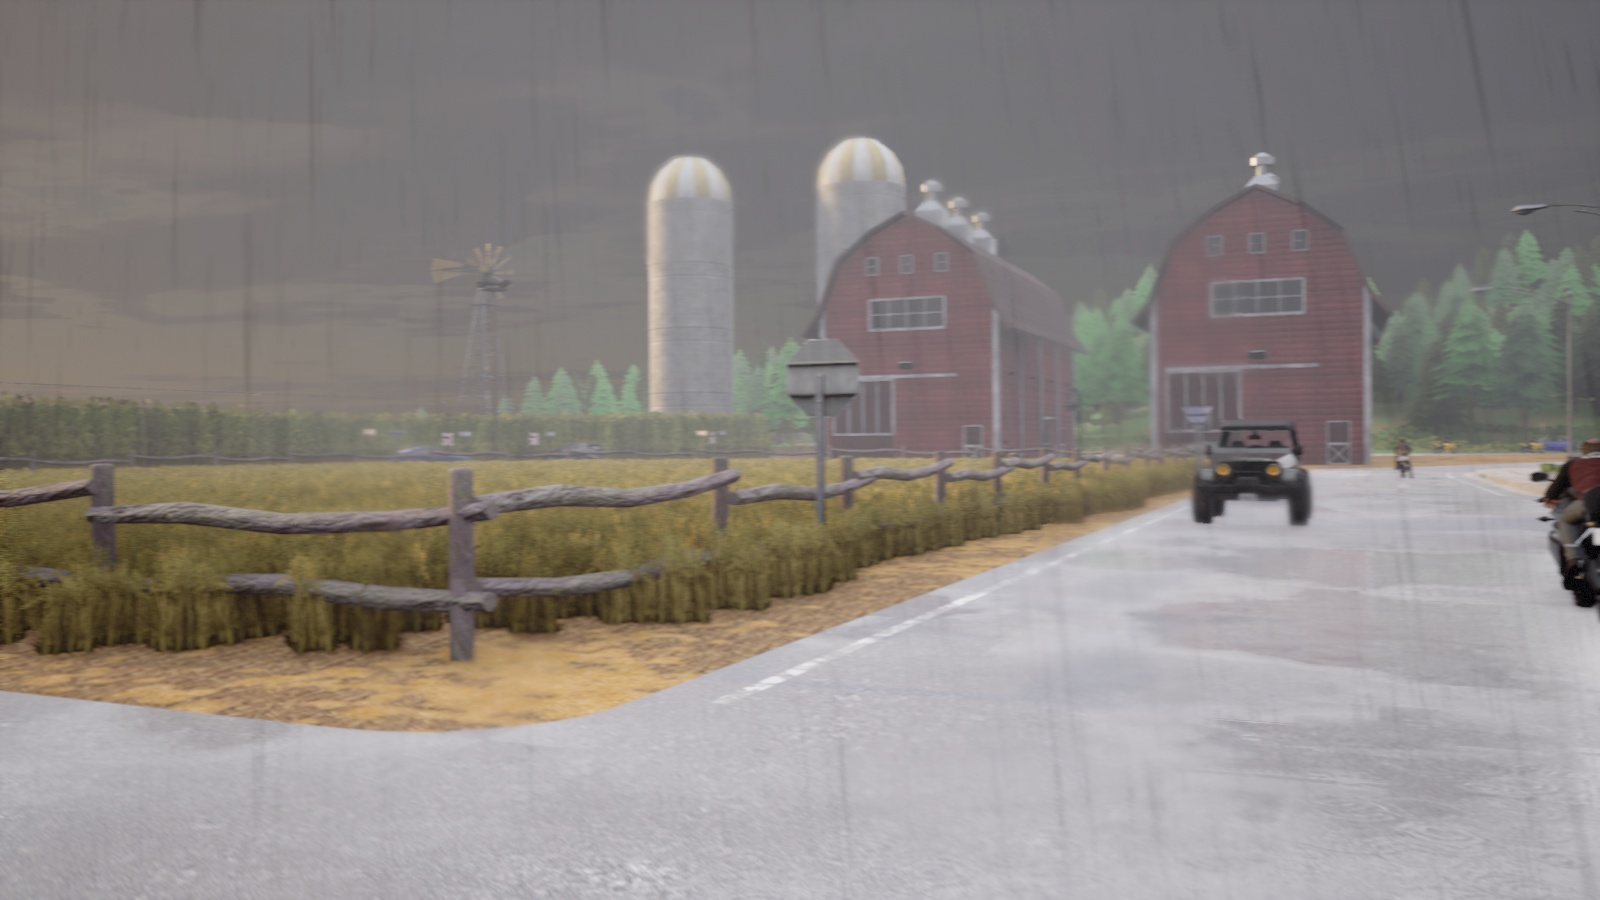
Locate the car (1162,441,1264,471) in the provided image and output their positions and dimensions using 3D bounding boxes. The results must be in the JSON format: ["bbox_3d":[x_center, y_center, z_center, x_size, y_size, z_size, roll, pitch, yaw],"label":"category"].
[{"bbox_3d":[21.235,0.294,64.756,4.674,1.442,1.812,0,0,44],"label":"car"}]

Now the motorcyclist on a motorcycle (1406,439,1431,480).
[{"bbox_3d":[23.463,0.333,47.671,0.797,1.523,2.044,0,0,24],"label":"motorcyclist on a motorcycle"}]

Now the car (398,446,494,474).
[{"bbox_3d":[-19.104,0.501,67.781,4.674,1.442,1.812,-1,0,-32],"label":"car"}]

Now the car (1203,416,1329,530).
[{"bbox_3d":[8.574,0.367,22.911,1.905,1.878,3.866,0,0,24],"label":"car"}]

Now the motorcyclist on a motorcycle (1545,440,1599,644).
[{"bbox_3d":[6.742,0.687,10.324,0.866,1.530,2.191,0,0,25],"label":"motorcyclist on a motorcycle"}]

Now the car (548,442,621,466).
[{"bbox_3d":[-15.174,0.269,88.300,4.856,1.649,2.033,0,0,28],"label":"car"}]
